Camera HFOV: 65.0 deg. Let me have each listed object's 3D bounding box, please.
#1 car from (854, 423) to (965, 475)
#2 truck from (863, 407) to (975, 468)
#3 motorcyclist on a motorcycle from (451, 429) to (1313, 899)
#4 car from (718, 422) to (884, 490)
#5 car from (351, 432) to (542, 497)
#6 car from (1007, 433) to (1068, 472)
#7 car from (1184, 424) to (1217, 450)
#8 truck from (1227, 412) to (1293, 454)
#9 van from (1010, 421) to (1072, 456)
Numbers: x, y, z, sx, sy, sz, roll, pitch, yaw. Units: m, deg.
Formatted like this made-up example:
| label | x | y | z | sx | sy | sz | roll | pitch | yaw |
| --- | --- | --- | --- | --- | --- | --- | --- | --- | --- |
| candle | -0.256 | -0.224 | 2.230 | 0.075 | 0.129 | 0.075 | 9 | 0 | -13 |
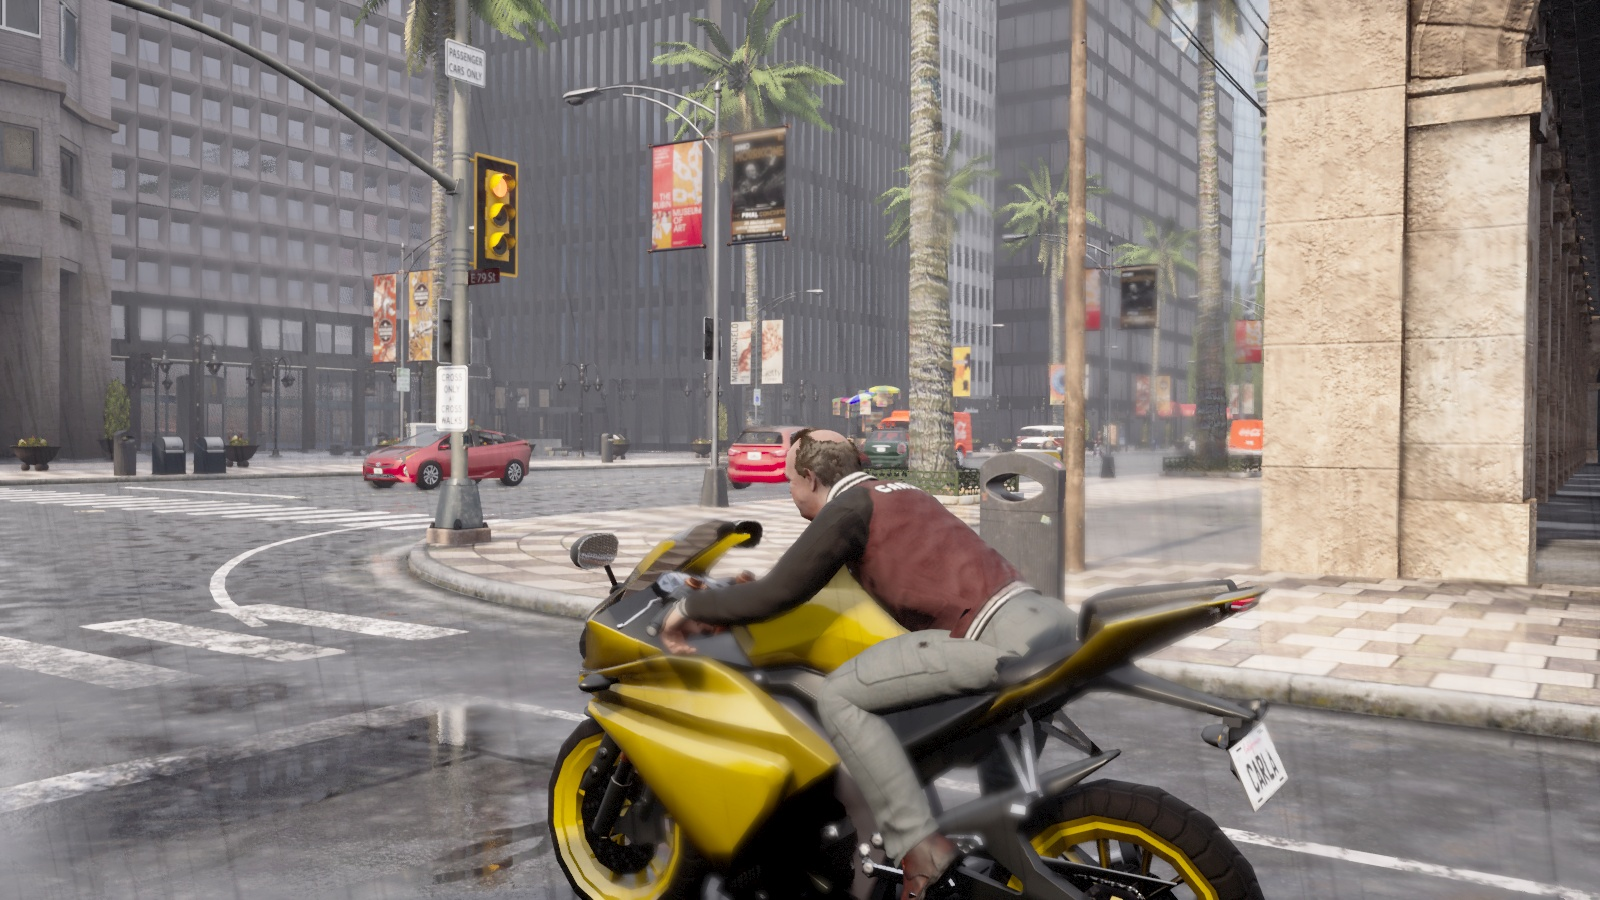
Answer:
| label | x | y | z | sx | sy | sz | roll | pitch | yaw |
| --- | --- | --- | --- | --- | --- | --- | --- | --- | --- |
| car | 4.056 | -0.072 | 45.743 | 2.097 | 1.767 | 4.553 | 0 | 1 | 33 |
| truck | 5.162 | -0.536 | 53.743 | 2.627 | 2.467 | 5.204 | 0 | 1 | 33 |
| motorcyclist on a motorcycle | 0.146 | 0.718 | 3.421 | 2.191 | 1.530 | 0.866 | 0 | 1 | 33 |
| car | 0.121 | 0.118 | 33.441 | 2.242 | 1.667 | 4.611 | 0 | 1 | 34 |
| car | -8.995 | 0.318 | 32.343 | 2.007 | 1.525 | 4.514 | 0 | 1 | 33 |
| car | 8.816 | 0.070 | 46.581 | 1.481 | 1.376 | 2.207 | 0 | 1 | 34 |
| car | 29.725 | -0.994 | 93.234 | 1.932 | 1.855 | 4.605 | 0 | 1 | 13 |
| truck | 27.881 | -1.046 | 76.002 | 2.627 | 2.467 | 5.204 | 0 | 1 | 33 |
| van | 14.319 | -0.690 | 74.339 | 2.069 | 2.038 | 4.480 | 0 | 1 | 33 |
